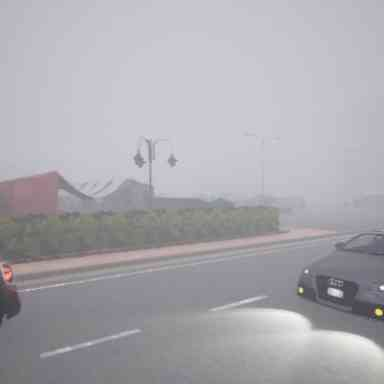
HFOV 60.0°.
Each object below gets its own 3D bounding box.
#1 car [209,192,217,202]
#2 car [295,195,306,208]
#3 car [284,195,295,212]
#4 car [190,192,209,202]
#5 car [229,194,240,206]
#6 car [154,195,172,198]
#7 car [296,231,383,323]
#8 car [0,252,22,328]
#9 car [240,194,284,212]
[{"bbox_3d":[3.704,1.135,77.479,1.932,1.855,4.605,0,0,-35],"label":"car"},{"bbox_3d":[13.133,1.390,44.350,1.970,1.475,3.806,0,0,-35],"label":"car"},{"bbox_3d":[10.766,1.364,42.684,1.784,1.438,3.905,0,0,-35],"label":"car"},{"bbox_3d":[1.306,1.143,75.856,1.905,1.878,3.866,0,0,-35],"label":"car"},{"bbox_3d":[9.153,1.383,60.018,1.970,1.475,3.806,0,0,-35],"label":"car"},{"bbox_3d":[-4.610,1.173,50.214,1.932,1.855,4.605,0,0,-35],"label":"car"},{"bbox_3d":[4.099,1.551,6.906,4.181,1.385,1.994,0,0,-35],"label":"car"},{"bbox_3d":[-5.031,1.356,4.700,4.553,1.767,2.097,0,0,-36],"label":"car"},{"bbox_3d":[8.601,1.158,41.097,1.932,1.855,4.605,0,0,-35],"label":"car"}]
